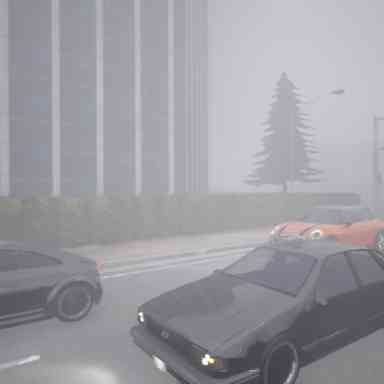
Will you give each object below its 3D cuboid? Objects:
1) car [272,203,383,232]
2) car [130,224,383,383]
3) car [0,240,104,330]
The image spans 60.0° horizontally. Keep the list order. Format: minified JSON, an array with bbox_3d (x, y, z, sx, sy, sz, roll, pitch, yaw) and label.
[{"bbox_3d":[4.810,1.292,11.700,4.553,1.767,2.097,0,0,-35],"label":"car"},{"bbox_3d":[1.802,1.522,5.273,5.357,1.411,2.033,0,0,-35],"label":"car"},{"bbox_3d":[-3.692,1.566,5.648,4.181,1.385,1.994,0,0,-36],"label":"car"}]
